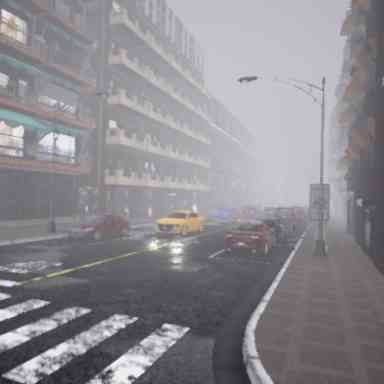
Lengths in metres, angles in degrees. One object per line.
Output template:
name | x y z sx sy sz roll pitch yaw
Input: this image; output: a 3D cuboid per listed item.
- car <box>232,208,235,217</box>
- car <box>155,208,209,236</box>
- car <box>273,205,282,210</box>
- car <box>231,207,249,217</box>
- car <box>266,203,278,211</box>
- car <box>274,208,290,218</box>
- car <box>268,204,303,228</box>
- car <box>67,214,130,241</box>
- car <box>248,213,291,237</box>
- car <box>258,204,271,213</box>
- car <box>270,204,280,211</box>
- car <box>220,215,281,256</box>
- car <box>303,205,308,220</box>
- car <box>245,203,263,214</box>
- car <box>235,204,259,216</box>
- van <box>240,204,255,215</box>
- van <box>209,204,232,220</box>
car | 5.162 2.756 44.536 1.802 1.307 4.206 1 -2 21
car | -0.734 1.986 22.340 1.882 1.535 5.008 1 -1 21
car | 23.639 4.363 92.017 1.947 1.339 4.313 0 -2 21
car | 7.215 2.935 49.811 1.802 1.307 4.206 1 -2 21
car | 19.531 3.750 81.476 2.192 1.841 5.009 1 -2 21
car | 14.020 3.208 51.618 1.895 1.301 4.718 1 -1 22
car | 8.816 2.309 30.928 2.192 1.841 5.009 0 -2 21
car | -5.006 1.872 18.457 1.802 1.307 4.206 1 -2 21
car | 4.699 2.203 20.374 1.947 1.339 4.313 0 -2 21
car | 10.058 2.610 41.339 2.097 1.767 4.553 1 -1 22
car | 21.585 4.056 86.746 1.967 1.590 4.097 0 -2 21
car | 2.767 2.014 15.419 1.887 1.381 4.507 0 -2 21
car | 12.929 2.667 41.478 2.192 1.841 5.009 0 -2 21
car | 11.296 3.027 60.382 2.192 1.841 5.009 1 -2 21
car | 7.513 2.572 43.300 2.097 1.767 4.553 1 -1 22
van | 9.266 2.874 55.097 1.690 1.788 3.998 1 -2 21
van | 3.110 2.336 39.267 1.690 1.788 3.998 1 -2 21
